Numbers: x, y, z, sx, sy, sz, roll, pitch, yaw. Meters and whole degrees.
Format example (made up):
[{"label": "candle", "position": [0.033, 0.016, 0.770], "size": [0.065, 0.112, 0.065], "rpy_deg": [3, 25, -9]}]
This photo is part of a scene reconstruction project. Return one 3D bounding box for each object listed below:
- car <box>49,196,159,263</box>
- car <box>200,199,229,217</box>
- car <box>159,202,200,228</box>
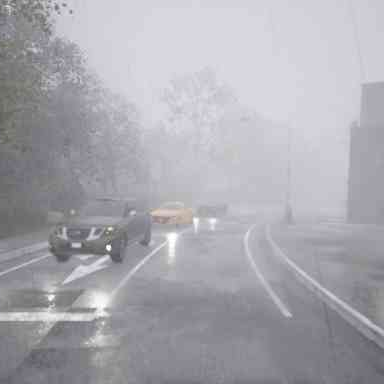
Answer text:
[{"label": "car", "position": [-3.019, 1.190, 12.406], "size": [2.150, 2.045, 5.566], "rpy_deg": [1, 0, 7]}, {"label": "car", "position": [2.053, 1.439, 31.858], "size": [1.882, 1.535, 5.008], "rpy_deg": [3, 1, 23]}, {"label": "car", "position": [-1.202, 1.424, 22.333], "size": [1.882, 1.535, 5.008], "rpy_deg": [2, 0, 15]}]
